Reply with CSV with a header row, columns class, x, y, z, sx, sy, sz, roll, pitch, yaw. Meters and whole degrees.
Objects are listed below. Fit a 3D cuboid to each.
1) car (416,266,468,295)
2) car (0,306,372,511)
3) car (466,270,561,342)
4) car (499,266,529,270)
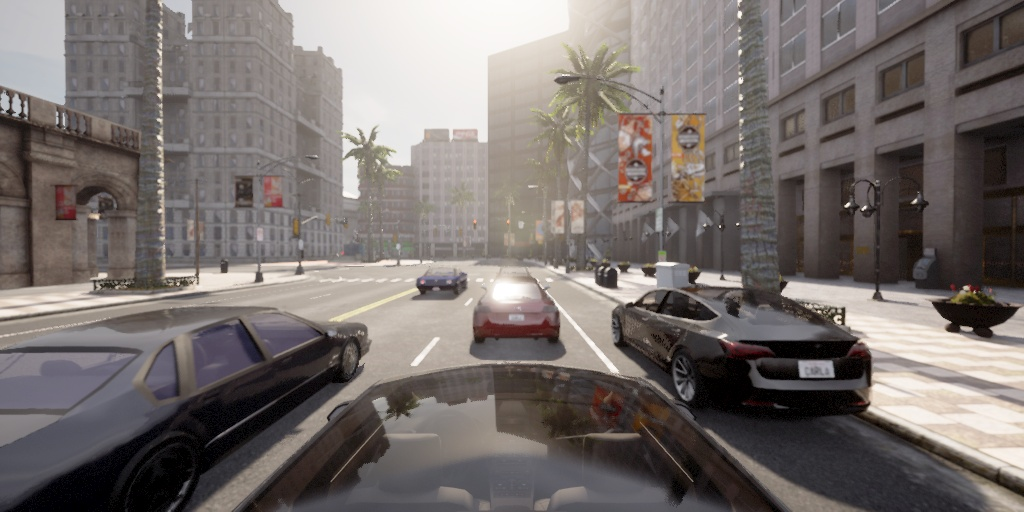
class,x,y,z,sx,sy,sz,roll,pitch,yaw
car,-3.411,1.180,18.376,1.895,1.301,4.718,0,1,0
car,-3.403,1.275,3.910,2.033,1.411,5.357,0,1,0
car,0.096,1.234,9.485,1.994,1.385,4.181,0,1,0
car,0.090,1.180,18.420,1.895,1.301,4.718,0,1,0
